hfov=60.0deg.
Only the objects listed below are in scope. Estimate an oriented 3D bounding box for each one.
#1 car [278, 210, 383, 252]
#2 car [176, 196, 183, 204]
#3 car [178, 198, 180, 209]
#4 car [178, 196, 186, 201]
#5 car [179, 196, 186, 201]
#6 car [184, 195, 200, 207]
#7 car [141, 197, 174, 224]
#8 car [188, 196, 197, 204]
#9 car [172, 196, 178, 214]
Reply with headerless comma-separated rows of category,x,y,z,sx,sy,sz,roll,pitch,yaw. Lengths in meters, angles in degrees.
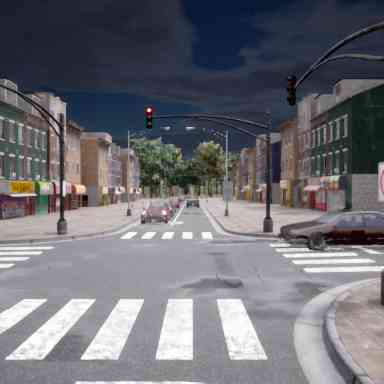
car,6.208,1.426,12.977,5.357,1.411,2.033,-1,1,0
car,-2.615,1.569,46.458,1.887,1.381,4.507,-1,0,0
car,-2.622,1.578,35.588,1.947,1.339,4.313,-1,0,0
car,-2.589,1.650,84.501,1.947,1.339,4.313,-1,0,0
car,-2.585,1.677,89.936,1.802,1.307,4.206,-1,0,0
car,0.121,1.555,50.135,1.812,1.442,4.674,0,0,0
car,-2.631,1.444,24.719,1.967,1.590,4.097,-1,0,0
car,0.140,1.534,68.598,1.882,1.535,5.008,0,0,0
car,-2.627,1.448,30.154,1.967,1.590,4.097,-1,0,0
